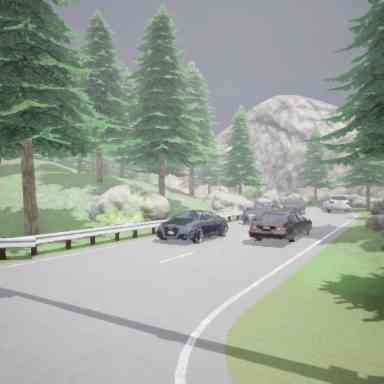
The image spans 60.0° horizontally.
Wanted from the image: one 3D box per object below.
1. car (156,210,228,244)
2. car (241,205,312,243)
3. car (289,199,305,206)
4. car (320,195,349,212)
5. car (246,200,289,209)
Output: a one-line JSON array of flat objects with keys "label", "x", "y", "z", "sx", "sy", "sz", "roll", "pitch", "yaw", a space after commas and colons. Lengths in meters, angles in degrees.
[{"label": "car", "x": 0.110, "y": 1.573, "z": 16.110, "sx": 1.994, "sy": 1.385, "sz": 4.181, "roll": 0, "pitch": 0, "yaw": 31}, {"label": "car", "x": 4.491, "y": 1.597, "z": 16.381, "sx": 2.033, "sy": 1.411, "sz": 5.357, "roll": 0, "pitch": 0, "yaw": 31}, {"label": "car", "x": 10.322, "y": 1.525, "z": 33.494, "sx": 1.837, "sy": 1.490, "sz": 4.892, "roll": 0, "pitch": 0, "yaw": 24}, {"label": "car", "x": 16.865, "y": 1.361, "z": 39.450, "sx": 2.150, "sy": 2.045, "sz": 5.566, "roll": 2, "pitch": 0, "yaw": 11}, {"label": "car", "x": 5.257, "y": 1.506, "z": 24.619, "sx": 2.128, "sy": 1.511, "sz": 4.902, "roll": 0, "pitch": 0, "yaw": 31}]
